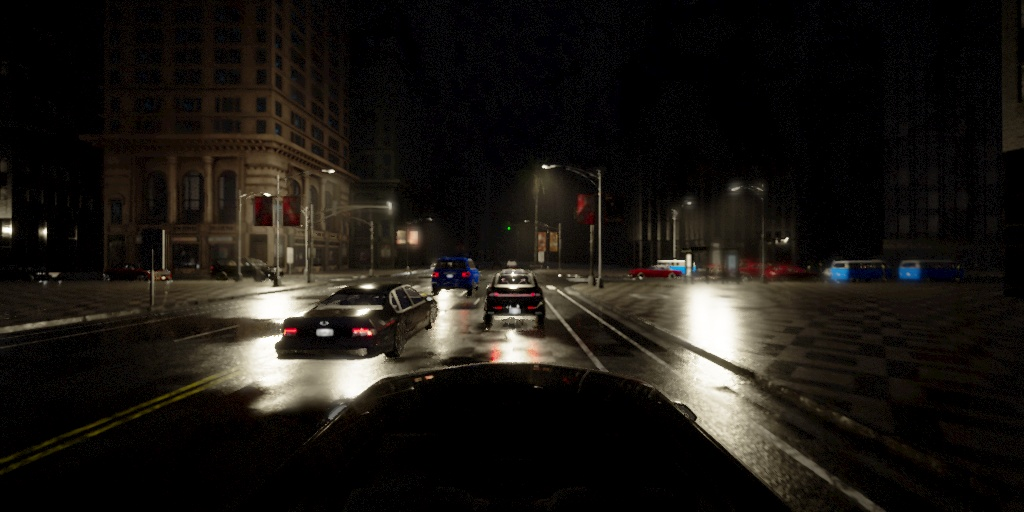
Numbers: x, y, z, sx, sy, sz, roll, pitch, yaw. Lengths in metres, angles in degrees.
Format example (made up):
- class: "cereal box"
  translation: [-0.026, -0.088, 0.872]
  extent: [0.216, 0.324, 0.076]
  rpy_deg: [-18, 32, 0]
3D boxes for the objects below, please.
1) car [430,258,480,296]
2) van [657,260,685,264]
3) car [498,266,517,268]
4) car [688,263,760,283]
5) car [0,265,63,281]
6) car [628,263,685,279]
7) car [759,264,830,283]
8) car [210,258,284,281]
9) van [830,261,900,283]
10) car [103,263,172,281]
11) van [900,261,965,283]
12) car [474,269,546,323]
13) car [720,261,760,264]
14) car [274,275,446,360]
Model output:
- class: "car"
  translation: [-3.155, 1.124, 20.901]
  extent: [2.150, 2.045, 5.566]
  rpy_deg: [0, 0, 0]
- class: "van"
  translation: [17.057, 1.347, 37.646]
  extent: [3.998, 1.789, 1.690]
  rpy_deg: [0, 0, 0]
- class: "car"
  translation: [0.086, 1.525, 23.792]
  extent: [1.895, 1.301, 4.718]
  rpy_deg: [0, 0, 0]
- class: "car"
  translation: [17.064, 1.514, 29.121]
  extent: [4.403, 1.370, 2.007]
  rpy_deg: [0, 0, 0]
- class: "car"
  translation: [-43.152, 1.527, 31.918]
  extent: [4.902, 1.511, 2.128]
  rpy_deg: [0, 0, 0]
- class: "car"
  translation: [13.886, 1.596, 34.985]
  extent: [4.718, 1.301, 1.895]
  rpy_deg: [0, 0, 2]
- class: "car"
  translation: [22.741, 1.542, 29.124]
  extent: [4.207, 1.307, 1.802]
  rpy_deg: [0, 0, 0]
- class: "car"
  translation: [-23.451, 1.233, 31.818]
  extent: [5.566, 2.045, 2.150]
  rpy_deg: [0, 0, 0]
- class: "van"
  translation: [28.419, 1.297, 29.128]
  extent: [3.998, 1.789, 1.690]
  rpy_deg: [0, 0, 0]
- class: "car"
  translation: [-33.169, 1.375, 31.868]
  extent: [4.553, 1.767, 2.097]
  rpy_deg: [0, 0, 0]
- class: "van"
  translation: [34.096, 1.295, 29.131]
  extent: [3.998, 1.789, 1.690]
  rpy_deg: [0, 0, 0]
- class: "car"
  translation: [0.081, 1.324, 12.389]
  extent: [2.128, 1.511, 4.902]
  rpy_deg: [0, -1, 0]
- class: "car"
  translation: [23.328, 1.466, 34.990]
  extent: [5.008, 1.535, 1.882]
  rpy_deg: [0, 0, 0]
- class: "car"
  translation: [-3.148, 1.351, 8.536]
  extent: [2.033, 1.411, 5.357]
  rpy_deg: [0, 0, 0]
